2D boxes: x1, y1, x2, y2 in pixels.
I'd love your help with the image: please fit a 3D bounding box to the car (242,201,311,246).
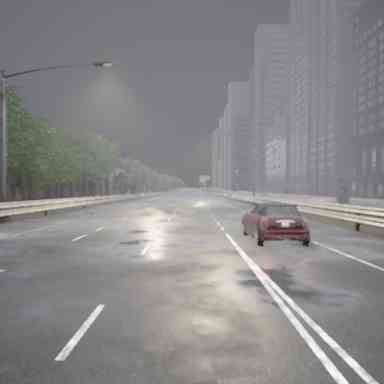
[{"bbox_3d":[3.565,1.249,14.891,2.097,1.767,4.553,0,0,-1],"label":"car"}]
